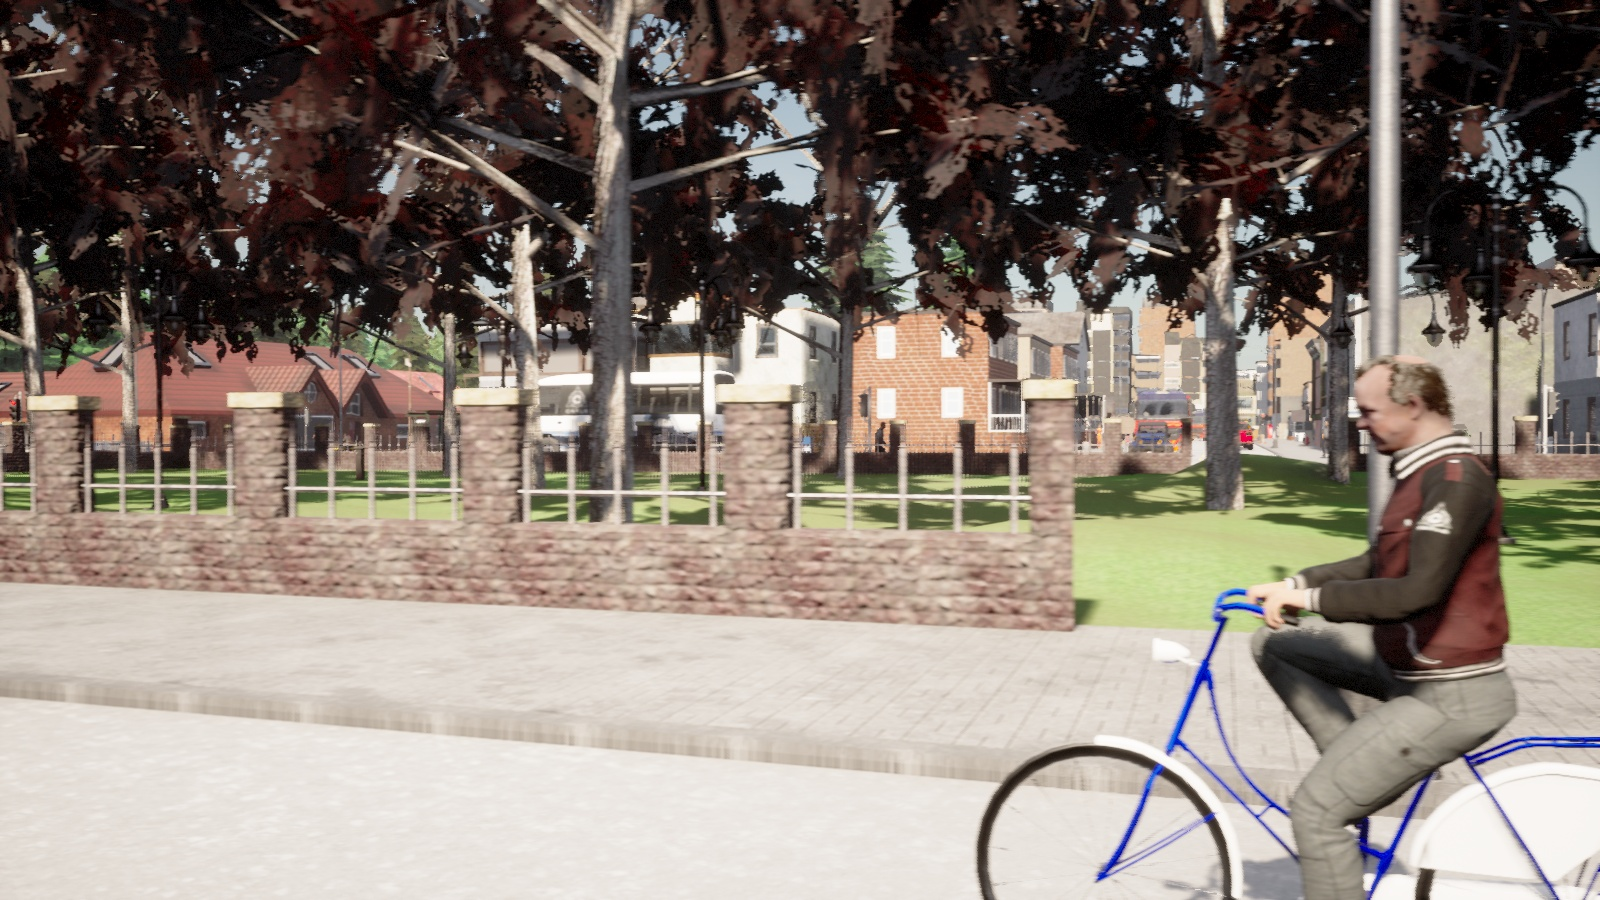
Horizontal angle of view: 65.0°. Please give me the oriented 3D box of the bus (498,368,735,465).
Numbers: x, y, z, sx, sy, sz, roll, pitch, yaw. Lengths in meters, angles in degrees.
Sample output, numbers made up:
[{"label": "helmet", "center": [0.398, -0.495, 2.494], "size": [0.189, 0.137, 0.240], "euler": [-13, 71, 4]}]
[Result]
[{"label": "bus", "center": [-8.535, -1.521, 58.596], "size": [10.273, 4.253, 3.944], "euler": [1, 1, 19]}]

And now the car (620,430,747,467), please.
[{"label": "car", "center": [-4.904, -0.086, 53.071], "size": [4.902, 1.511, 2.128], "euler": [0, 1, 16]}]

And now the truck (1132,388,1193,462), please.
[{"label": "truck", "center": [20.297, -1.384, 70.061], "size": [2.891, 3.827, 8.468], "euler": [1, 1, 19]}]

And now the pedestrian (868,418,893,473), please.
[{"label": "pedestrian", "center": [2.873, -0.172, 44.880], "size": [0.788, 1.949, 0.423], "euler": [1, 1, 19]}]

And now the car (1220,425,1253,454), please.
[{"label": "car", "center": [31.434, -0.786, 90.567], "size": [2.150, 2.045, 5.566], "euler": [1, 1, 18]}]

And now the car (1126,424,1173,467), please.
[{"label": "car", "center": [15.822, -0.226, 56.726], "size": [1.905, 1.878, 3.866], "euler": [0, 1, 18]}]

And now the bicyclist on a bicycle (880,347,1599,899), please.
[{"label": "bicyclist on a bicycle", "center": [1.194, 0.648, 3.317], "size": [1.843, 1.776, 0.659], "euler": [1, 1, 19]}]

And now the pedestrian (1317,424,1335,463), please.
[{"label": "pedestrian", "center": [25.231, -0.334, 60.260], "size": [0.694, 1.848, 0.540], "euler": [-1, 1, -40]}]
